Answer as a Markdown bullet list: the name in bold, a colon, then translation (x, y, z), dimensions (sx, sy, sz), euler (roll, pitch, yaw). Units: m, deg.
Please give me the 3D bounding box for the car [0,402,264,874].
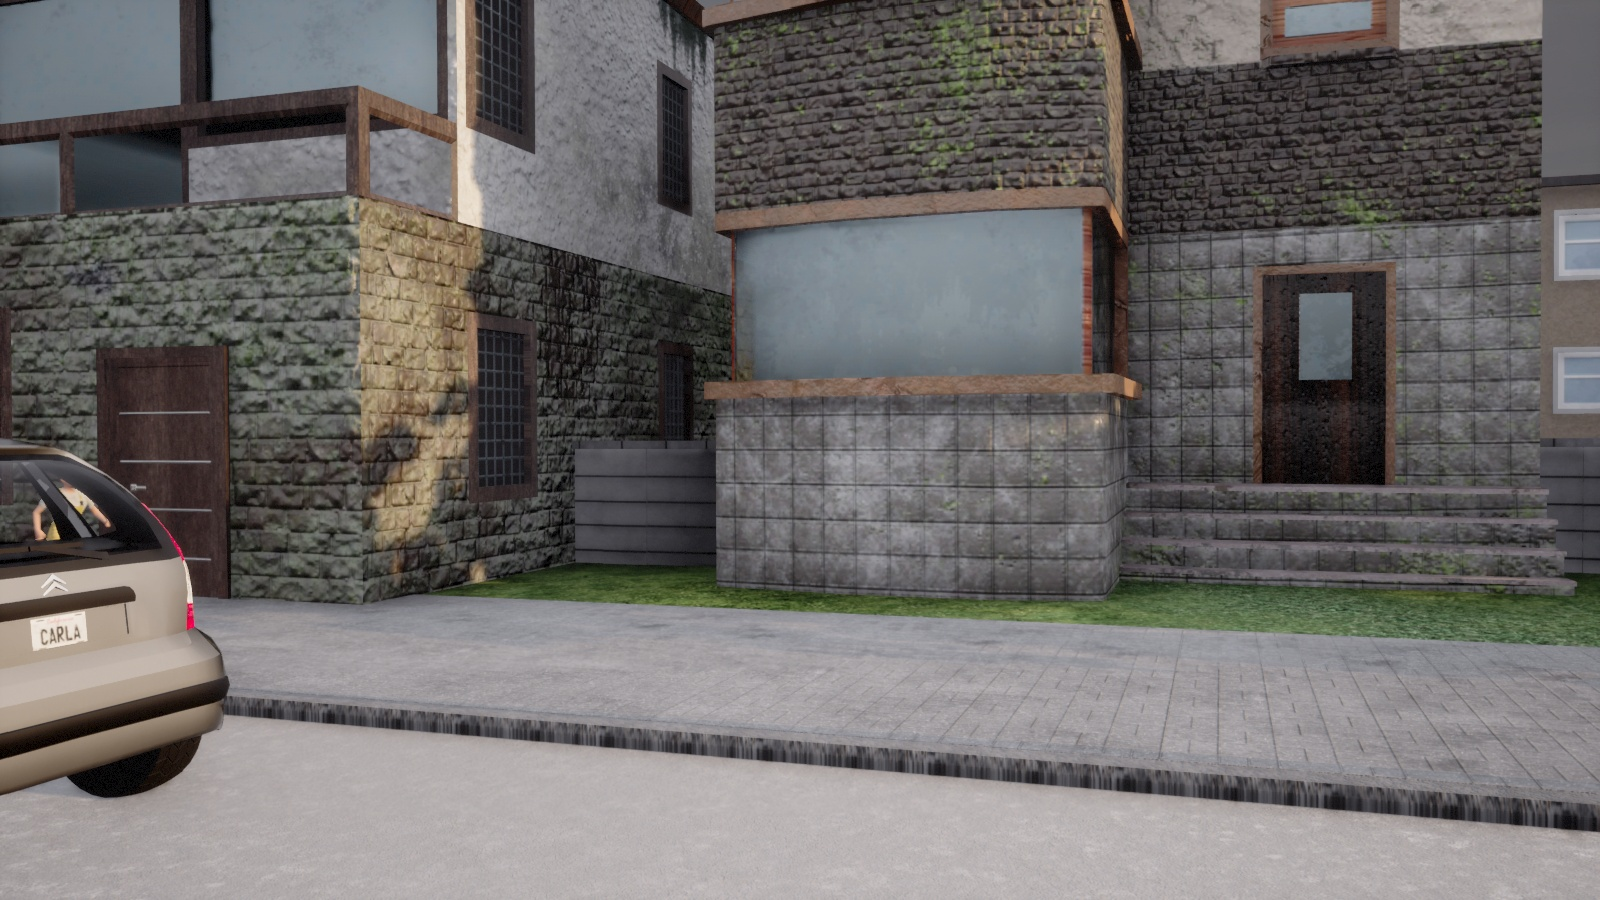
- **car**: translation (-4.528, 0.624, 5.240), dimensions (3.988, 1.617, 1.851), euler (1, 1, 19)
